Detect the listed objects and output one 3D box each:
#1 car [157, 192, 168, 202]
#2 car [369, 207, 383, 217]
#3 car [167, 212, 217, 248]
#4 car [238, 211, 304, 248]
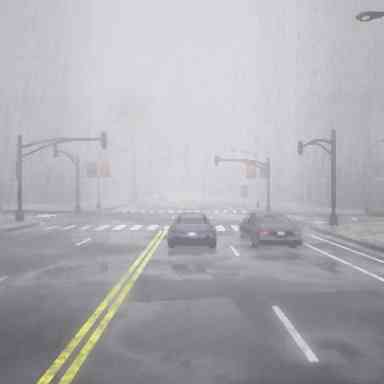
[{"bbox_3d":[-6.499,1.438,76.707,1.837,1.490,4.892,0,0,0],"label":"car"},{"bbox_3d":[20.592,1.835,33.817,4.829,1.417,1.752,1,-1,0],"label":"car"},{"bbox_3d":[0.000,1.570,14.650,1.994,1.385,4.181,0,0,0],"label":"car"},{"bbox_3d":[3.250,1.561,14.649,2.033,1.411,5.357,0,0,0],"label":"car"}]
